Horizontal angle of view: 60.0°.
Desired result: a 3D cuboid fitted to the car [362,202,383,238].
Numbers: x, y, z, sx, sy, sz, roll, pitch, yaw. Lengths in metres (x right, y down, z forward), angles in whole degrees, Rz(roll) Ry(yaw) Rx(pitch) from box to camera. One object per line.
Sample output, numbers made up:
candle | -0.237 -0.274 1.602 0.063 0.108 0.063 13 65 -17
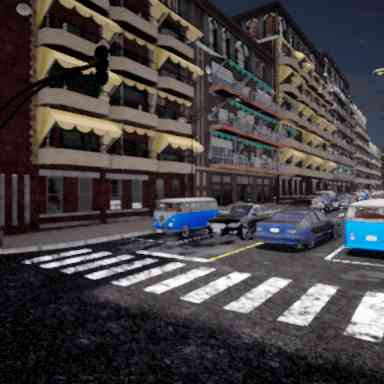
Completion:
car | 9.807 1.296 16.323 2.008 1.369 4.403 1 1 35

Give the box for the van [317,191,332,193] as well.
van | 15.874 0.809 39.487 1.690 1.788 3.998 1 1 35

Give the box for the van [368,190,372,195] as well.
van | 32.001 0.430 62.385 1.690 1.788 3.998 1 1 35

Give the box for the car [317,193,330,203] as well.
car | 12.648 1.095 34.911 2.008 1.369 4.403 1 1 35

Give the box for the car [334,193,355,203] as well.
car | 22.325 0.881 48.650 1.947 1.339 4.313 1 1 35

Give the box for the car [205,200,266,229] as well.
car | 2.874 1.302 21.033 1.752 1.417 4.829 1 1 35

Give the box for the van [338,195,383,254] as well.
van | 6.582 1.163 11.740 1.690 1.788 3.998 1 1 35

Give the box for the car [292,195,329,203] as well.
car | 8.196 1.195 24.107 1.837 1.490 4.892 0 1 35

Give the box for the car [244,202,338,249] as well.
car | 4.522 1.373 13.786 2.033 1.411 5.357 0 1 39

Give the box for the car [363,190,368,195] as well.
car | 28.775 0.715 57.809 2.008 1.369 4.403 1 1 35

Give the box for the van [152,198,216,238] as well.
van | -0.253 1.192 16.589 1.690 1.788 3.998 1 1 35

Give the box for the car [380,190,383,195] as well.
car | 44.805 0.315 80.568 1.752 1.417 4.829 1 1 35

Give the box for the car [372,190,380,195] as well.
car | 38.452 0.378 71.546 1.967 1.590 4.097 1 1 35

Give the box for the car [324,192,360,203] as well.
car | 15.435 1.011 34.350 2.128 1.511 4.902 0 1 36

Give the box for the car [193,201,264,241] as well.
car | 2.447 1.319 15.950 2.128 1.511 4.902 0 1 35

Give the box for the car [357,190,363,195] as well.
car | 25.550 0.784 53.229 1.887 1.381 4.507 1 1 35
